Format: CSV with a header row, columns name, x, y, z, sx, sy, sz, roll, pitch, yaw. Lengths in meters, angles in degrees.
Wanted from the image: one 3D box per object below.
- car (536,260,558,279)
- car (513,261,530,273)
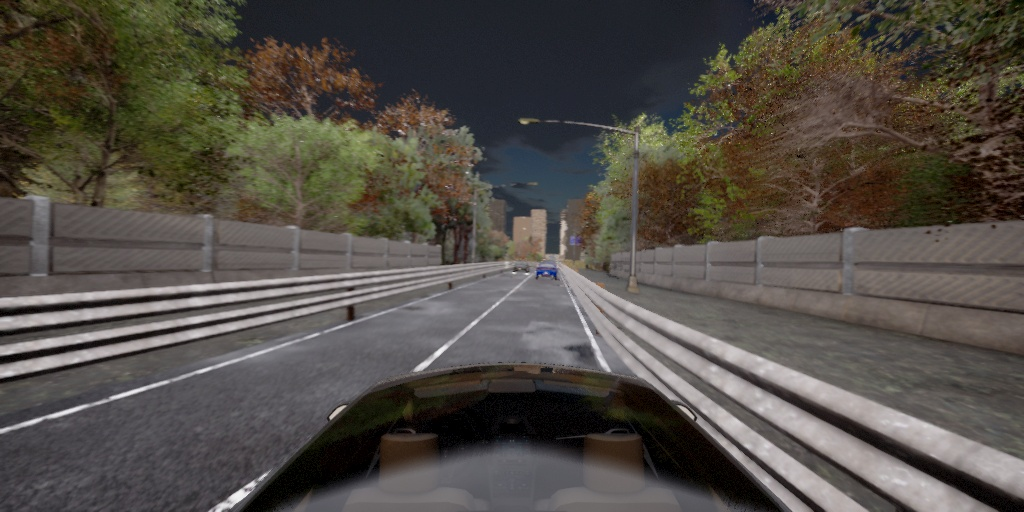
name,x,y,z,sx,sy,sz,roll,pitch,yaw
car,3.298,1.340,33.998,1.882,1.535,5.008,2,0,6
car,1.234,1.345,46.069,1.837,1.490,4.892,2,0,7
